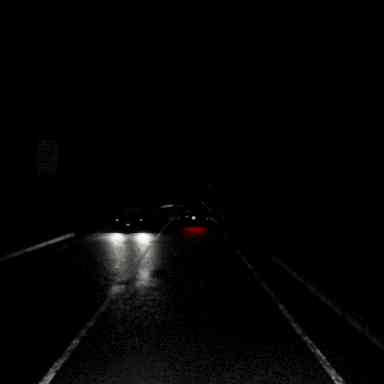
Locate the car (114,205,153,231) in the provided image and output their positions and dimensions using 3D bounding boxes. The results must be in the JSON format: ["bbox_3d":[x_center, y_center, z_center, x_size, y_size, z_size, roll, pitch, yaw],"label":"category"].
[{"bbox_3d":[-3.581,1.567,20.963,1.812,1.442,4.674,0,0,0],"label":"car"}]

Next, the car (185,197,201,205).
[{"bbox_3d":[0.231,1.696,63.294,1.994,1.385,4.181,-1,0,13],"label":"car"}]

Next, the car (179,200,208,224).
[{"bbox_3d":[0.110,1.551,25.142,1.837,1.490,4.892,0,-1,0],"label":"car"}]

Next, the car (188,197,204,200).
[{"bbox_3d":[0.702,1.417,42.039,2.097,1.767,4.553,0,0,5],"label":"car"}]
